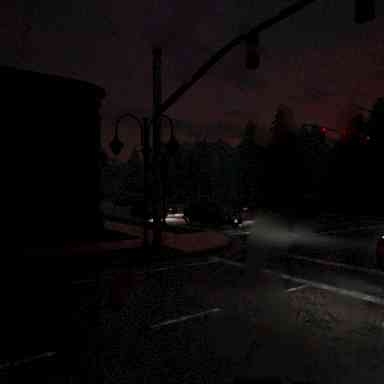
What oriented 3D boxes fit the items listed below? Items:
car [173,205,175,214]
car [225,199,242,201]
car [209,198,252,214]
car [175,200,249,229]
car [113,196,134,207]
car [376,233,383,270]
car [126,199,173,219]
[{"bbox_3d":[-3.248,1.564,34.620,1.994,1.385,4.181,0,0,-35],"label":"car"},{"bbox_3d":[1.836,1.505,27.323,1.837,1.490,4.892,0,0,-35],"label":"car"},{"bbox_3d":[4.142,1.505,36.516,1.837,1.490,4.892,0,0,-35],"label":"car"},{"bbox_3d":[1.248,1.491,22.061,2.128,1.511,4.902,0,0,-35],"label":"car"},{"bbox_3d":[-10.485,1.352,51.359,2.097,1.767,4.553,0,0,-35],"label":"car"},{"bbox_3d":[7.417,1.221,9.197,5.566,2.045,2.150,0,0,-34],"label":"car"},{"bbox_3d":[-3.853,1.564,29.360,1.994,1.385,4.181,0,0,-35],"label":"car"}]
